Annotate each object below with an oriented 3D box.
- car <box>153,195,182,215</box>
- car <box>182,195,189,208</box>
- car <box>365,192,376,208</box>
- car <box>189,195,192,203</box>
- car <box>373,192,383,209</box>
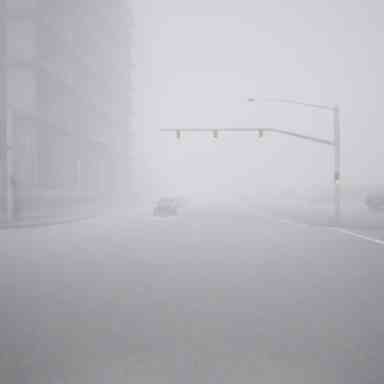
[{"bbox_3d":[-2.476,1.275,32.427,2.097,1.767,4.553,0,0,2],"label":"car"},{"bbox_3d":[-1.946,1.235,44.944,2.097,1.767,4.553,0,0,3],"label":"car"},{"bbox_3d":[27.030,0.885,47.072,4.605,1.855,1.932,0,0,3],"label":"car"},{"bbox_3d":[-1.042,1.325,64.731,2.128,1.511,4.902,0,0,2],"label":"car"},{"bbox_3d":[26.952,1.103,44.390,3.905,1.438,1.784,0,0,3],"label":"car"}]
